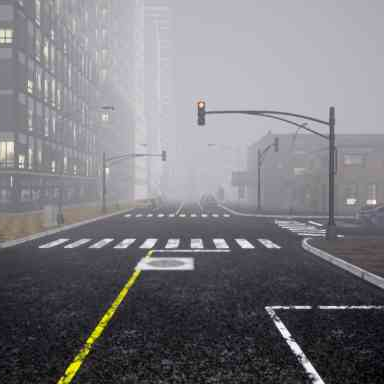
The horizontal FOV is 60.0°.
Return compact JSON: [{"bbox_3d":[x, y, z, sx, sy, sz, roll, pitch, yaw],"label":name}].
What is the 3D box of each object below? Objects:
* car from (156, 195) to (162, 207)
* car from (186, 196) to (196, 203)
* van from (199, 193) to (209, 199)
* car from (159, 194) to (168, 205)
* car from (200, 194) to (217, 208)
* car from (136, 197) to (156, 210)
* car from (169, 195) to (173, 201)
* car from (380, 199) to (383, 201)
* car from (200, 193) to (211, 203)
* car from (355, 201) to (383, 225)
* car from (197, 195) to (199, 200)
[{"bbox_3d":[-5.823,1.554,47.530,1.947,1.339,4.313,-1,0,0],"label":"car"},{"bbox_3d":[-0.228,1.509,69.674,2.128,1.511,4.902,0,0,0],"label":"car"},{"bbox_3d":[2.501,1.329,53.147,1.690,1.788,3.998,-1,0,0],"label":"van"},{"bbox_3d":[-5.861,1.552,58.819,1.947,1.339,4.313,-1,0,0],"label":"car"},{"bbox_3d":[2.522,1.429,47.503,1.967,1.590,4.097,-1,0,0],"label":"car"},{"bbox_3d":[-5.975,1.515,41.716,1.752,1.417,4.829,-1,0,0],"label":"car"},{"bbox_3d":[-5.954,1.508,86.869,1.752,1.417,4.829,-1,0,0],"label":"car"},{"bbox_3d":[16.438,1.415,27.260,5.009,1.841,2.192,1,0,1],"label":"car"},{"bbox_3d":[2.865,1.212,73.442,2.150,2.045,5.566,0,0,0],"label":"car"},{"bbox_3d":[14.610,1.649,24.680,4.674,1.442,1.812,1,1,0],"label":"car"},{"bbox_3d":[2.482,1.302,58.791,2.192,1.841,5.009,-1,0,0],"label":"car"}]
